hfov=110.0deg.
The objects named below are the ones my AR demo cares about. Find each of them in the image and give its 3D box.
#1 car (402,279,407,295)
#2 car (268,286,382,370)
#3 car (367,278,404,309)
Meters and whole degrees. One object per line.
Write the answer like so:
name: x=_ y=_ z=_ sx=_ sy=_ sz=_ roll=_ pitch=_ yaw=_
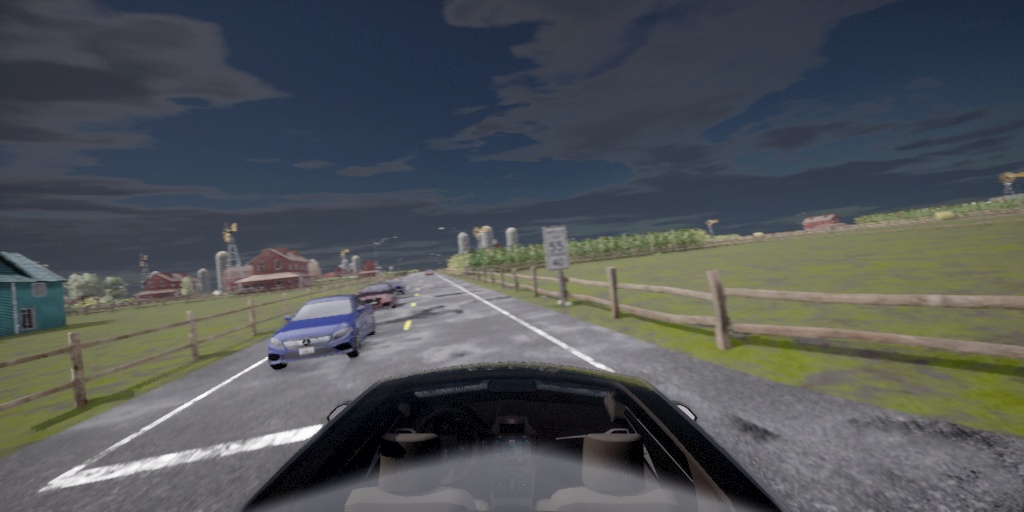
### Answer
car: x=-9.677 y=2.554 z=29.377 sx=1.895 sy=1.301 sz=4.718 roll=-6 pitch=0 yaw=-14
car: x=-4.980 y=1.850 z=9.957 sx=1.812 sy=1.442 sz=4.674 roll=-6 pitch=0 yaw=-14
car: x=-7.341 y=2.204 z=19.722 sx=1.994 sy=1.385 sz=4.181 roll=-6 pitch=0 yaw=-13
